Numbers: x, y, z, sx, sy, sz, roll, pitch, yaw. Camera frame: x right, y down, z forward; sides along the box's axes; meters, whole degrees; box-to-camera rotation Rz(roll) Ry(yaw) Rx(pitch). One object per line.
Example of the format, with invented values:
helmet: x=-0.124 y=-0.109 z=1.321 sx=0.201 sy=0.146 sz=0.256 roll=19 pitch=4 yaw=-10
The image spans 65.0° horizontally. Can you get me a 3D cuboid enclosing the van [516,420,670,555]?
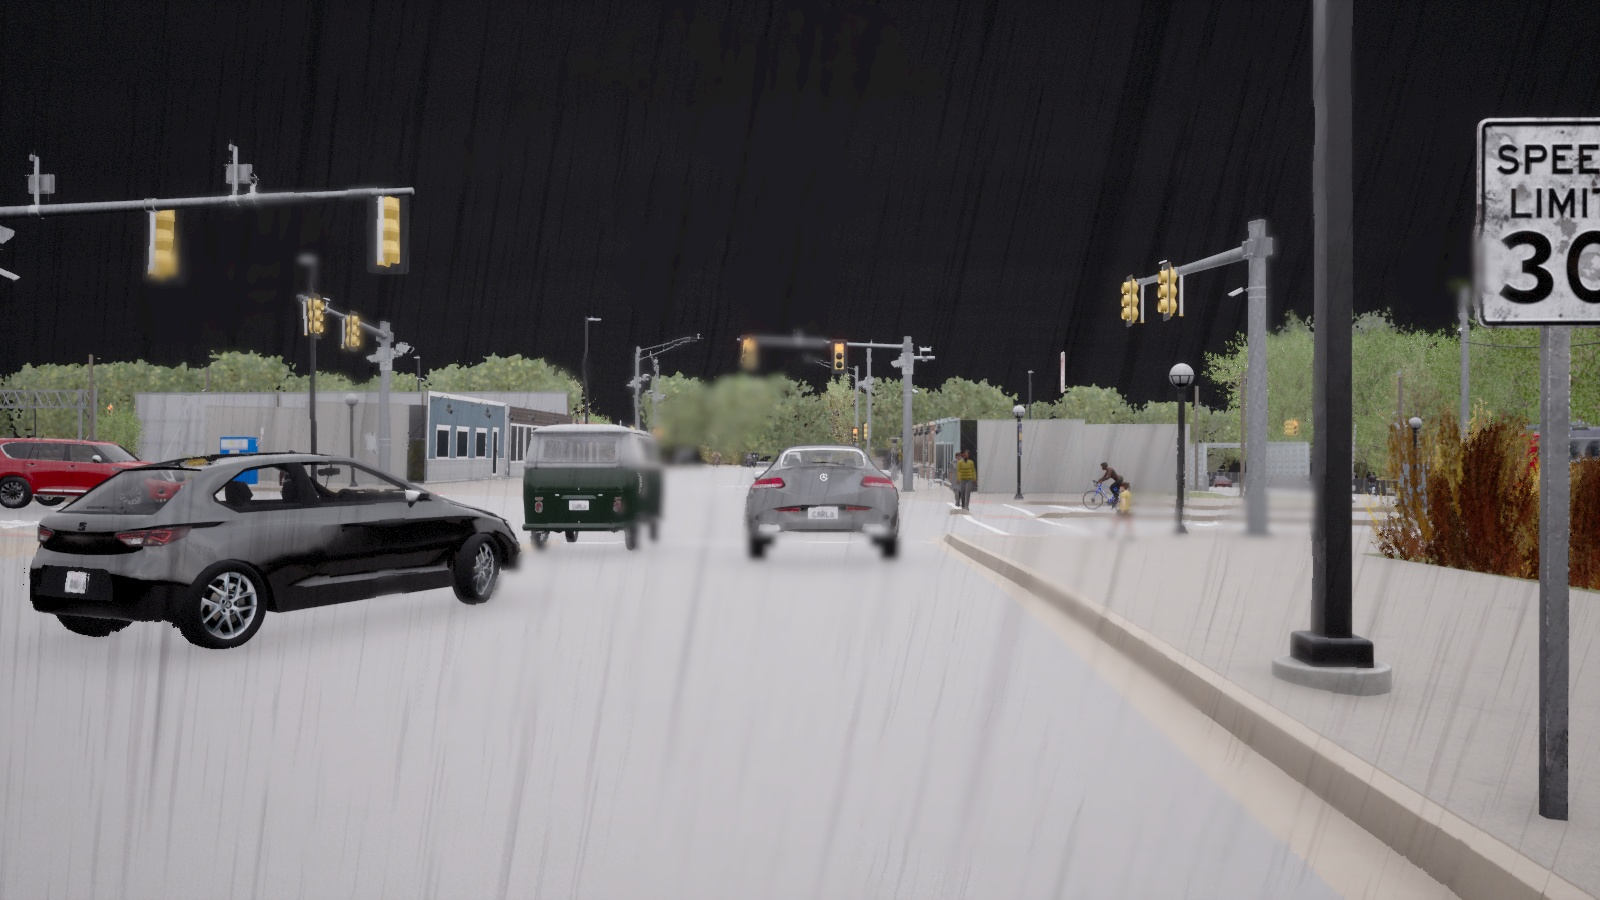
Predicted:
van: x=-3.282 y=0.598 z=20.731 sx=1.775 sy=1.987 sz=4.442 roll=0 pitch=-1 yaw=0

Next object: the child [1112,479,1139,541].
child: x=5.921 y=1.086 z=22.827 sx=0.255 sy=1.110 sz=0.394 roll=0 pitch=1 yaw=-39

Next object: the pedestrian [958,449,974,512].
pedestrian: x=4.925 y=0.903 z=37.302 sx=0.431 sy=1.840 sz=0.709 roll=0 pitch=1 yaw=3

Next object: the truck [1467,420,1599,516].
truck: x=32.456 y=0.826 z=54.751 sx=2.891 sy=3.827 sz=8.468 roll=-1 pitch=-1 yaw=6

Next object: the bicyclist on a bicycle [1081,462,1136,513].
bicyclist on a bicycle: x=10.250 y=1.247 z=41.786 sx=1.656 sy=1.620 sz=0.582 roll=1 pitch=-1 yaw=0

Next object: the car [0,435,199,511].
car: x=-21.005 y=0.661 z=36.899 sx=5.566 sy=2.045 sz=2.150 roll=1 pitch=0 yaw=-3

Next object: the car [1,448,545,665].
car: x=-4.332 y=0.746 z=11.057 sx=1.816 sy=1.474 sz=4.193 roll=0 pitch=1 yaw=28

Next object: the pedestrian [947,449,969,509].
pedestrian: x=5.253 y=0.946 z=41.719 sx=0.659 sy=1.952 sz=0.873 roll=0 pitch=1 yaw=9

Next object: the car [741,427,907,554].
car: x=0.350 y=0.588 z=18.883 sx=2.152 sy=1.651 sz=5.027 roll=0 pitch=-1 yaw=1
